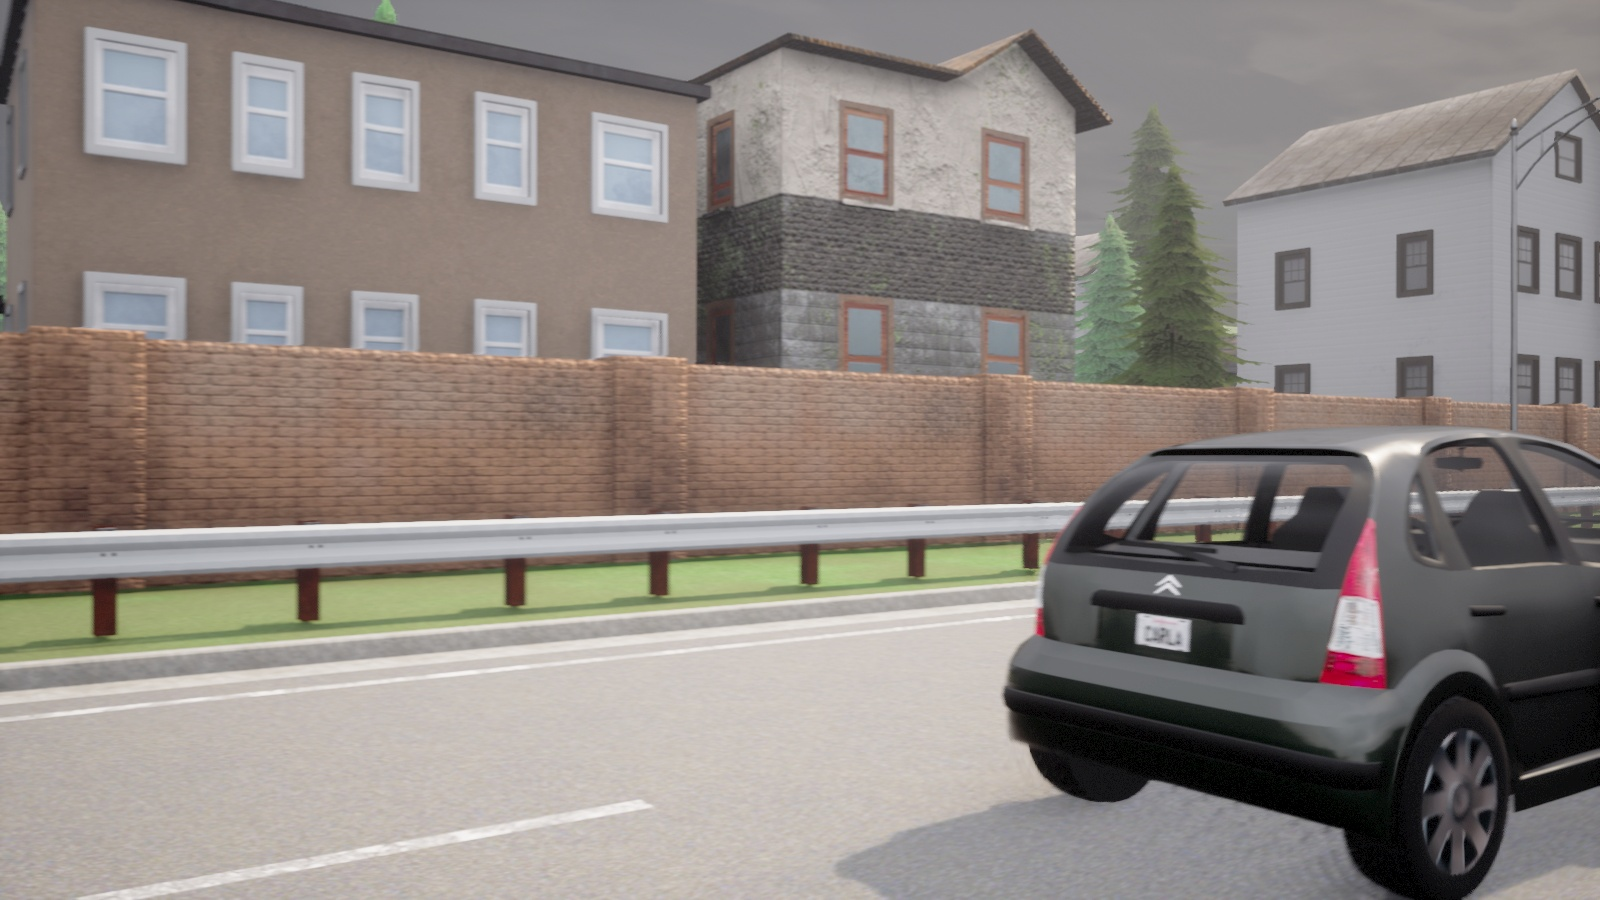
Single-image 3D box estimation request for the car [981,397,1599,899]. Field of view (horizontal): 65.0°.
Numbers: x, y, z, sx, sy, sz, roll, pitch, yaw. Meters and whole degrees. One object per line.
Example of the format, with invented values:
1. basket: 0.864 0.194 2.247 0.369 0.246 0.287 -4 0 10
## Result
1. car: 2.935 0.651 5.702 3.988 1.617 1.851 0 0 -35
